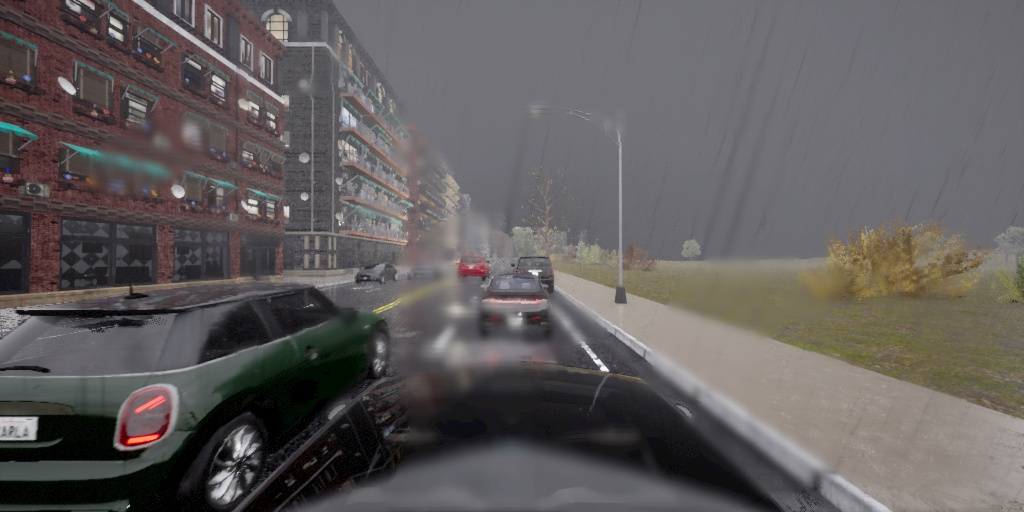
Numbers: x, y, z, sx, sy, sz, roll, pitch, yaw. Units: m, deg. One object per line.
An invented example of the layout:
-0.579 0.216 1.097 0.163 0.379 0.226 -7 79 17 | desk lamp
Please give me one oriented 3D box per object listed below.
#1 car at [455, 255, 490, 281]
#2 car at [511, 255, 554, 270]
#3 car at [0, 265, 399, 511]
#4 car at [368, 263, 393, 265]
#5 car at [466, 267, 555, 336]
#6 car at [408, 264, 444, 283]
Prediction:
-3.159 0.974 30.436 2.150 2.045 5.566 0 0 0 | car
1.132 0.977 20.236 2.150 2.045 5.566 0 0 0 | car
-3.152 1.104 4.388 2.097 1.767 4.553 0 0 0 | car
-9.859 1.257 26.463 1.837 1.490 4.892 0 0 0 | car
0.098 1.243 10.366 2.128 1.511 4.902 0 0 0 | car
-6.609 1.316 27.882 1.994 1.385 4.181 0 0 0 | car
